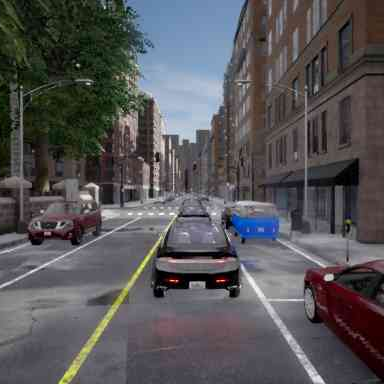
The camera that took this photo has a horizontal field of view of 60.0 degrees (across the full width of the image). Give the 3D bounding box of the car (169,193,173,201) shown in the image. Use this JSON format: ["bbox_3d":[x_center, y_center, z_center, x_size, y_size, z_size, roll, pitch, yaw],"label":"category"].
[{"bbox_3d":[-5.689,1.493,70.160,1.887,1.381,4.507,0,0,0],"label":"car"}]

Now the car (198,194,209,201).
[{"bbox_3d":[2.833,1.387,75.649,1.967,1.590,4.097,0,0,0],"label":"car"}]

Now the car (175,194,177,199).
[{"bbox_3d":[-5.694,1.496,86.512,2.008,1.369,4.403,0,0,0],"label":"car"}]

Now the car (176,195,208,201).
[{"bbox_3d":[-0.009,1.338,27.629,2.097,1.767,4.553,0,0,0],"label":"car"}]

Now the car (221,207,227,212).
[{"bbox_3d":[2.849,1.557,21.272,1.947,1.339,4.313,0,0,0],"label":"car"}]

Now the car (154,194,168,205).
[{"bbox_3d":[-5.686,1.480,59.088,1.752,1.417,4.829,0,0,0],"label":"car"}]

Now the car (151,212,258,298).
[{"bbox_3d":[0.098,1.490,8.513,2.128,1.511,4.902,0,0,0],"label":"car"}]

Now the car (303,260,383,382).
[{"bbox_3d":[2.853,1.544,4.291,1.887,1.381,4.507,0,0,0],"label":"car"}]

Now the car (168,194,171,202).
[{"bbox_3d":[-5.688,1.502,64.709,2.008,1.369,4.403,0,0,0],"label":"car"}]

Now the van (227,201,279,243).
[{"bbox_3d":[2.850,1.336,15.612,1.690,1.788,3.998,0,0,0],"label":"van"}]

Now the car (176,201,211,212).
[{"bbox_3d":[0.093,1.485,18.452,2.128,1.511,4.902,0,0,0],"label":"car"}]

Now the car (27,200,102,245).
[{"bbox_3d":[-5.674,1.310,15.570,2.192,1.841,5.009,0,0,0],"label":"car"}]

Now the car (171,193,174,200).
[{"bbox_3d":[-5.691,1.491,75.611,1.887,1.381,4.507,0,0,0],"label":"car"}]
